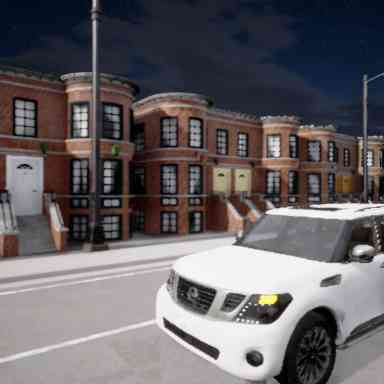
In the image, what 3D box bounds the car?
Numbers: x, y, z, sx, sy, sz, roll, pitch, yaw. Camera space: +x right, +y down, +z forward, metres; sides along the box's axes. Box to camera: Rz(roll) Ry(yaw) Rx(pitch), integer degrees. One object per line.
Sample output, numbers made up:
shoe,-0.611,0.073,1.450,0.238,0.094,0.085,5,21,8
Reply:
car,2.172,1.240,5.549,5.566,2.045,2.150,0,0,-36
